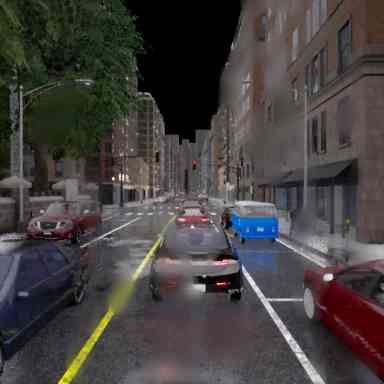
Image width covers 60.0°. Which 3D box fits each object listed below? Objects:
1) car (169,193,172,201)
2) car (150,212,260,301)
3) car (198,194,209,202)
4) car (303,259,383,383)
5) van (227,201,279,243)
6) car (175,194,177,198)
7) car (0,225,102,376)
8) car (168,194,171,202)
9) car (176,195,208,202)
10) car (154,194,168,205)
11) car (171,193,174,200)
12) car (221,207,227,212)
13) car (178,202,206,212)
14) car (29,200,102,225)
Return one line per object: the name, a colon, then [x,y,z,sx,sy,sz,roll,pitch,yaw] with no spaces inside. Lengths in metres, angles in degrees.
car: [-5.756,1.492,70.169,1.887,1.381,4.507,0,0,0]
car: [0.090,1.490,8.315,2.128,1.511,4.902,0,0,0]
car: [2.762,1.386,75.666,1.967,1.590,4.097,0,0,0]
car: [2.850,1.544,4.308,1.887,1.381,4.507,0,0,0]
van: [2.836,1.336,15.629,1.690,1.788,3.998,0,0,0]
car: [-5.776,1.495,86.521,2.008,1.369,4.403,0,0,0]
car: [-3.106,1.547,5.282,2.033,1.411,5.357,0,0,0]
car: [-5.749,1.501,64.717,2.008,1.369,4.403,0,0,0]
car: [0.014,1.338,27.534,2.097,1.767,4.553,0,0,2]
car: [-5.742,1.479,59.097,1.752,1.417,4.829,0,0,0]
car: [-5.763,1.490,75.619,1.887,1.381,4.507,0,0,0]
car: [2.830,1.557,21.289,1.947,1.339,4.313,0,0,0]
car: [0.080,1.519,18.577,1.812,1.442,4.674,0,0,0]
car: [-5.689,1.310,15.578,2.192,1.841,5.009,0,0,0]
